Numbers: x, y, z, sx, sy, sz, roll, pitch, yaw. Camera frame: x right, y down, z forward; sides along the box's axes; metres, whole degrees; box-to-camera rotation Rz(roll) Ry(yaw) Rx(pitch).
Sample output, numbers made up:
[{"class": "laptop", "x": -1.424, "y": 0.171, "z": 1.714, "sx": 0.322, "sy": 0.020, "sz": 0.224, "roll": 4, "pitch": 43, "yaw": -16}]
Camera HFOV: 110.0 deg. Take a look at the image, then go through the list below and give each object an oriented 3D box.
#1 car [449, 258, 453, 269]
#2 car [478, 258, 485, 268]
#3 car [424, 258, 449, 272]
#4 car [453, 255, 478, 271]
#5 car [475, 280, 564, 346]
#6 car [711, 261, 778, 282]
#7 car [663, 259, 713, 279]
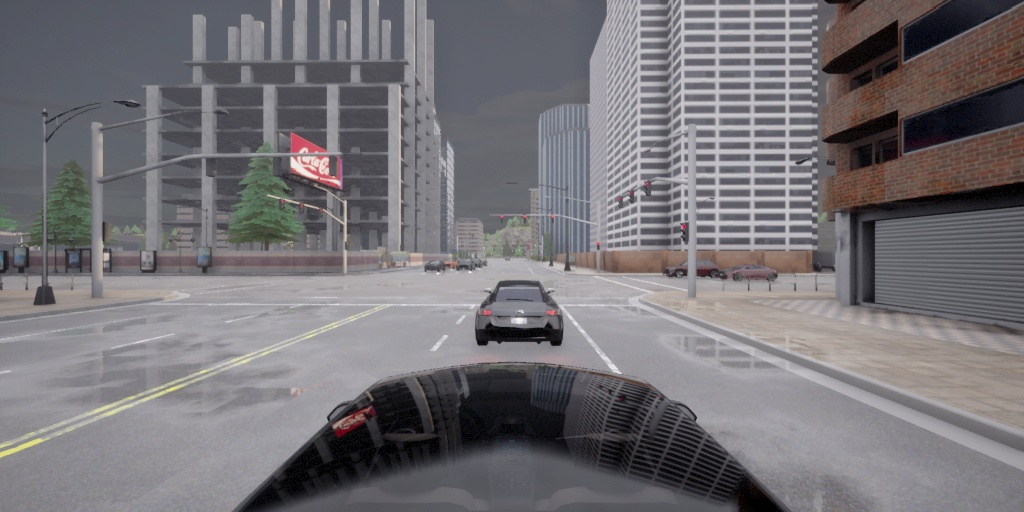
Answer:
[{"class": "car", "x": -9.650, "y": 1.097, "z": 55.016, "sx": 2.097, "sy": 1.767, "sz": 4.553, "roll": 0, "pitch": 0, "yaw": 1}, {"class": "car", "x": -6.067, "y": 1.096, "z": 59.021, "sx": 2.097, "sy": 1.767, "sz": 4.553, "roll": 0, "pitch": 0, "yaw": 1}, {"class": "car", "x": -9.819, "y": 1.223, "z": 45.985, "sx": 1.882, "sy": 1.535, "sz": 5.008, "roll": 0, "pitch": 0, "yaw": 1}, {"class": "car", "x": -6.262, "y": 1.097, "z": 48.838, "sx": 2.097, "sy": 1.767, "sz": 4.553, "roll": 0, "pitch": 0, "yaw": 1}, {"class": "car", "x": 0.193, "y": 1.313, "z": 9.444, "sx": 1.994, "sy": 1.385, "sz": 4.181, "roll": 0, "pitch": 0, "yaw": 1}, {"class": "car", "x": 18.807, "y": 1.311, "z": 28.809, "sx": 4.181, "sy": 1.385, "sz": 1.994, "roll": 0, "pitch": 0, "yaw": 1}, {"class": "car", "x": 16.083, "y": 1.099, "z": 32.344, "sx": 4.553, "sy": 1.767, "sz": 2.097, "roll": 0, "pitch": 0, "yaw": 1}]
